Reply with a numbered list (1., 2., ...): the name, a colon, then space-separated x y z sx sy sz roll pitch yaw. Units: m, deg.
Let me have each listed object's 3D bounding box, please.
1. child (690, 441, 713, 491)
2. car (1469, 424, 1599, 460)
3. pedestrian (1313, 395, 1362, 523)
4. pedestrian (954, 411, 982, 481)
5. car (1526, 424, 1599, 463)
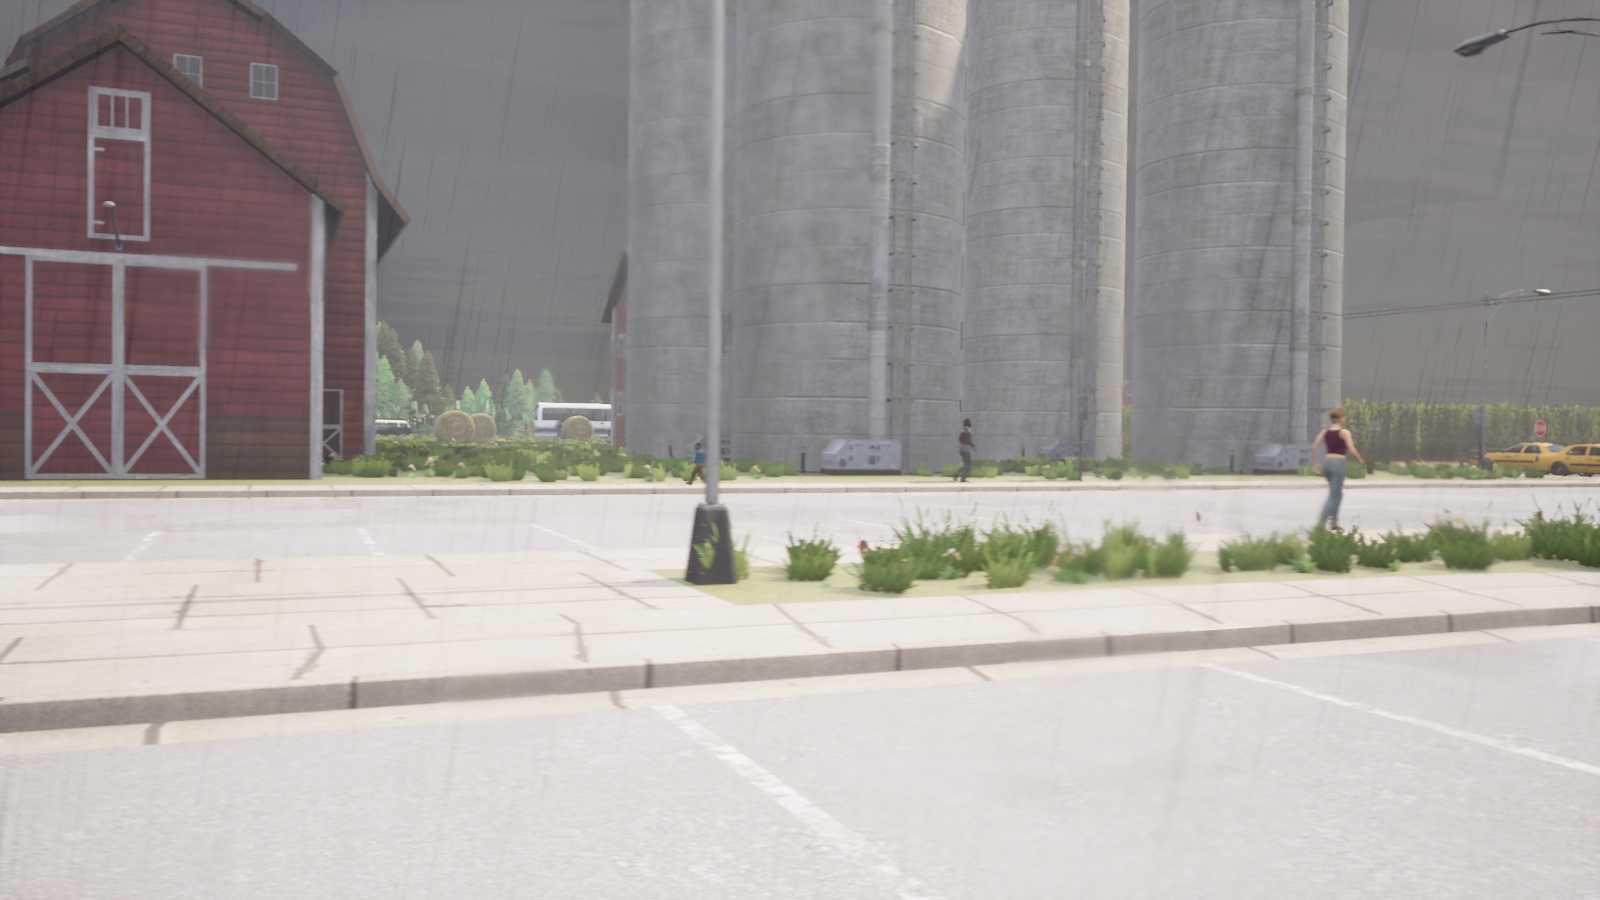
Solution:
1. child: -2.407 0.386 30.691 0.448 1.192 0.343 -1 1 -24
2. car: 34.121 -0.402 58.434 1.801 1.575 5.366 -1 1 -23
3. pedestrian: 7.797 0.121 18.211 0.594 1.836 0.345 -1 1 -24
4. pedestrian: 4.691 -0.113 35.083 0.666 1.930 0.402 -1 1 -18
5. car: 33.074 -0.293 51.851 1.801 1.575 5.366 -1 1 -23
